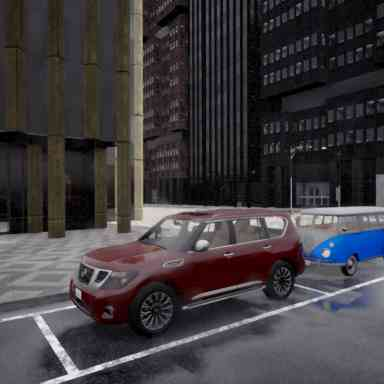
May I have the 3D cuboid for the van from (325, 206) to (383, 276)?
[{"bbox_3d":[4.712,1.341,10.023,3.998,1.788,1.690,0,0,-36],"label":"van"}]

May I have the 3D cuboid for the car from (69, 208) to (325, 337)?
[{"bbox_3d":[0.216,1.315,6.813,5.009,1.841,2.192,0,0,-36],"label":"car"}]
